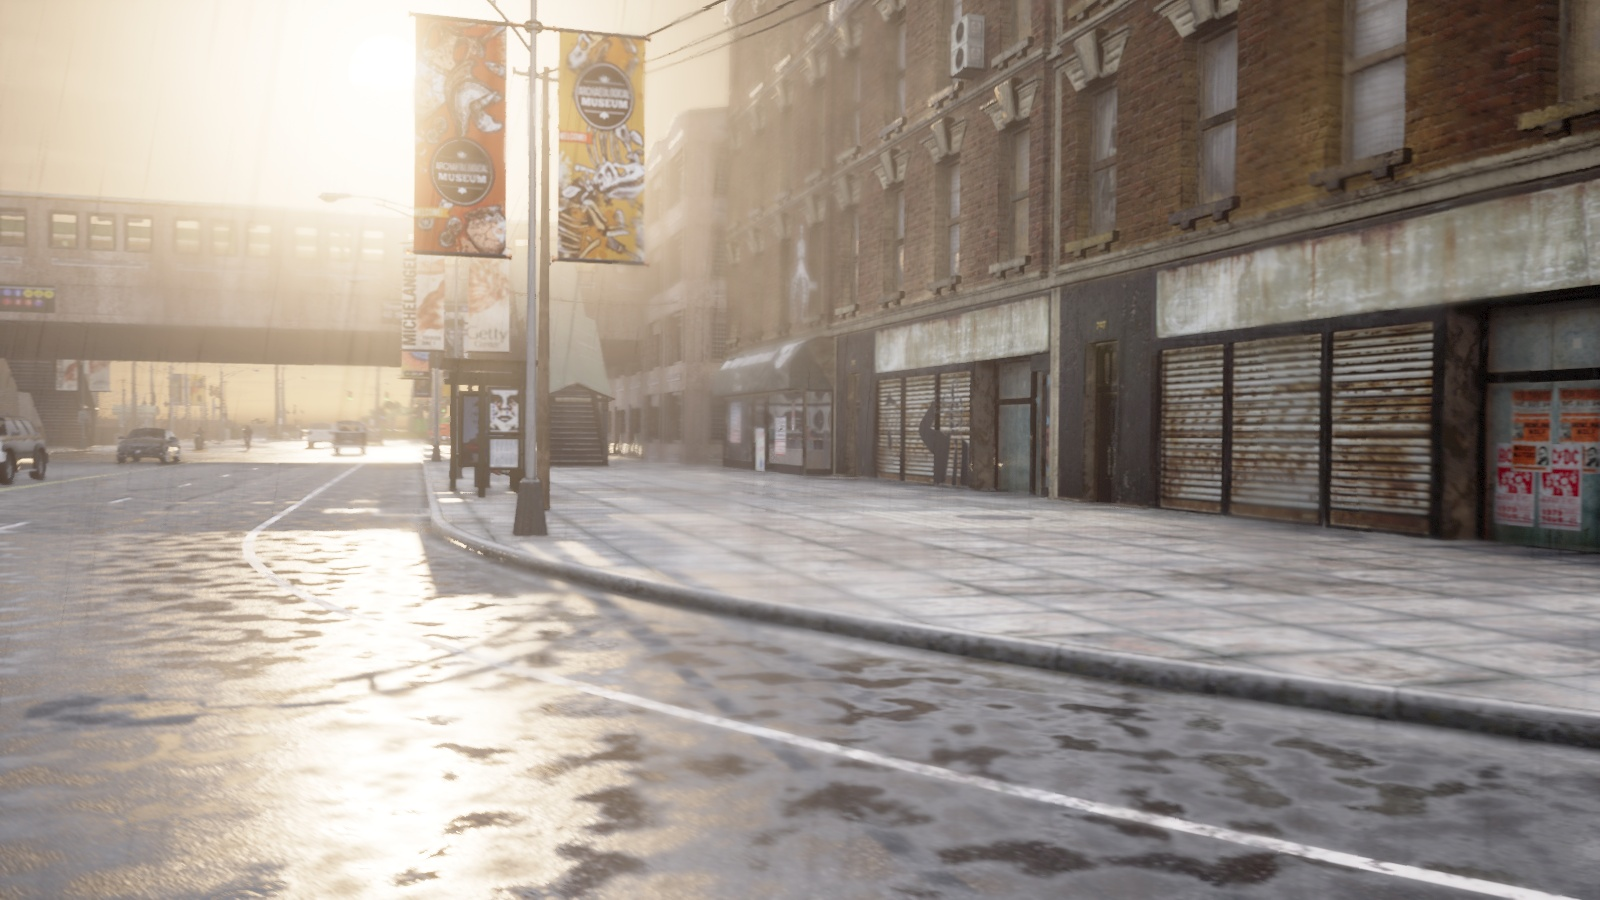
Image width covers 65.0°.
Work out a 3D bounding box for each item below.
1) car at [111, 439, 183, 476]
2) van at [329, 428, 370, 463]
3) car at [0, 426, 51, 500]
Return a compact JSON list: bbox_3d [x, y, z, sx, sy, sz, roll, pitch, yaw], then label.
[{"bbox_3d":[-27.941,0.295,53.868,1.837,1.490,4.892,-1,1,-17],"label":"car"},{"bbox_3d":[-27.475,-0.276,76.686,2.069,2.038,4.480,-1,1,-17],"label":"van"},{"bbox_3d":[-21.698,0.310,33.447,1.932,1.855,4.605,-1,1,-17],"label":"car"}]
